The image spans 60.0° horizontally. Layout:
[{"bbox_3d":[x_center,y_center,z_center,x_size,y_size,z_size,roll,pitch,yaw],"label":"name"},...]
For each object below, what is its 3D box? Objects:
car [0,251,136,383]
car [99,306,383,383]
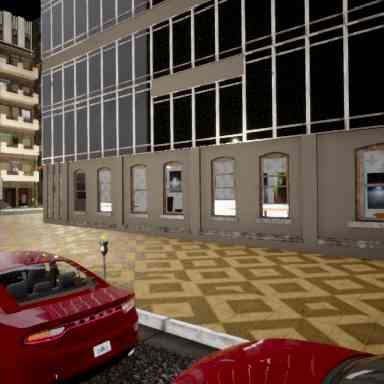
[{"bbox_3d":[-2.774,1.547,4.867,4.507,1.381,1.887,0,-1,36],"label":"car"},{"bbox_3d":[1.797,1.545,1.603,4.507,1.381,1.887,0,-1,36],"label":"car"}]
